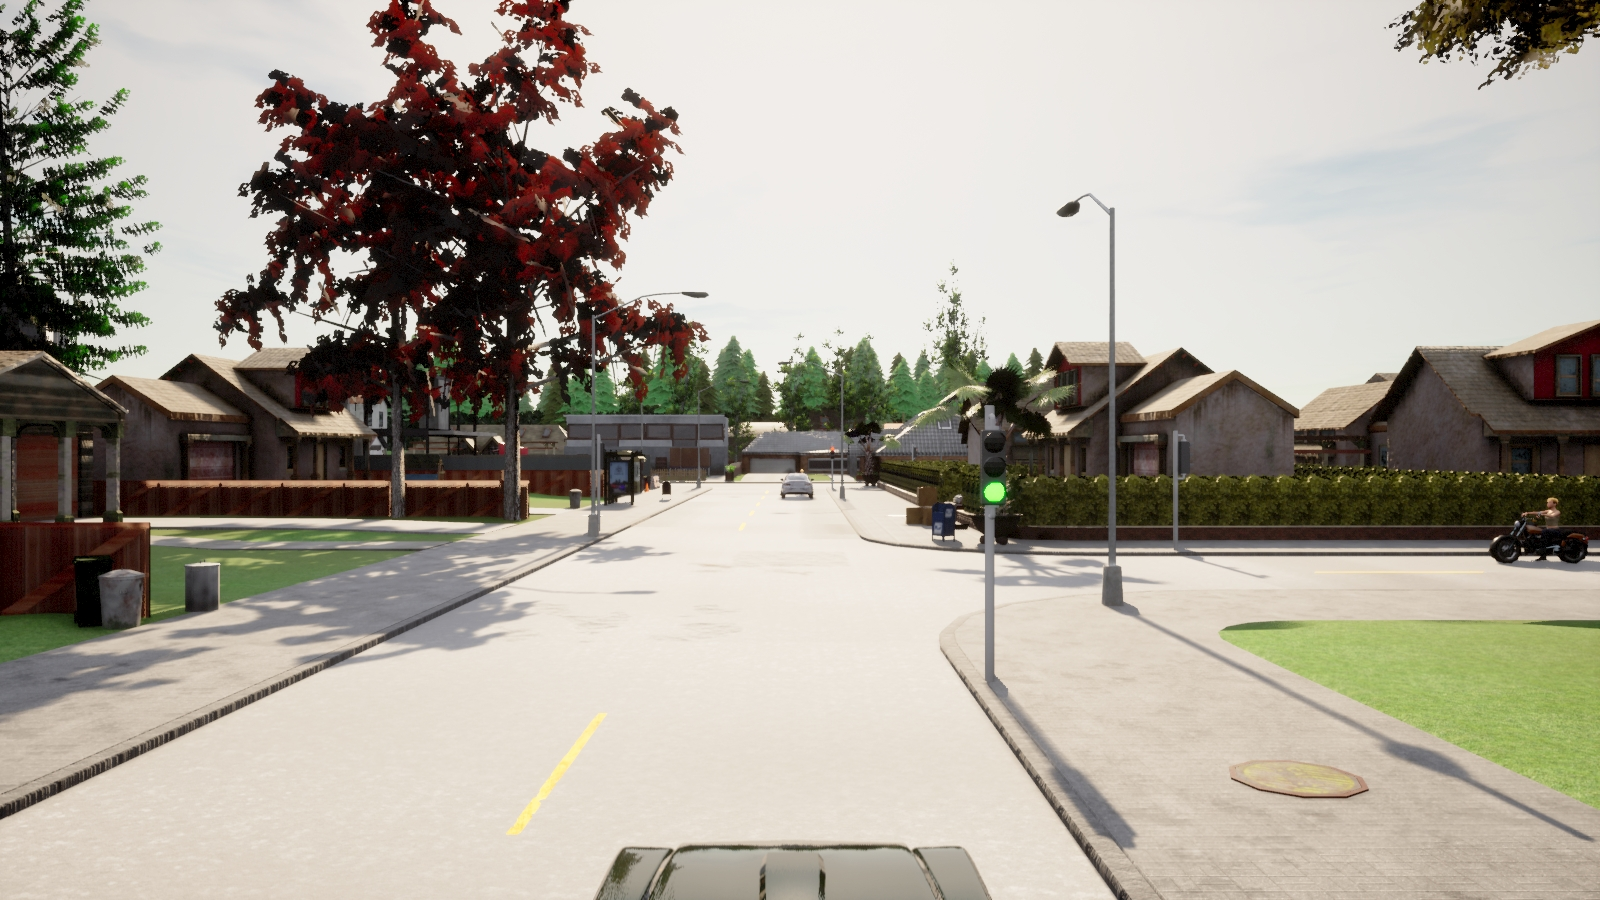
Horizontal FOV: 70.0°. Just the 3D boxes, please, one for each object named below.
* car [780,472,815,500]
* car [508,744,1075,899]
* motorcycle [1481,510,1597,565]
[{"bbox_3d":[-0.164,2.081,66.907,2.002,1.442,4.674,0,0,0],"label":"car"},{"bbox_3d":[-0.028,2.155,3.489,1.895,1.301,4.718,0,0,0],"label":"car"},{"bbox_3d":[18.237,2.155,28.222,2.356,1.307,0.764,0,0,0],"label":"motorcycle"}]
